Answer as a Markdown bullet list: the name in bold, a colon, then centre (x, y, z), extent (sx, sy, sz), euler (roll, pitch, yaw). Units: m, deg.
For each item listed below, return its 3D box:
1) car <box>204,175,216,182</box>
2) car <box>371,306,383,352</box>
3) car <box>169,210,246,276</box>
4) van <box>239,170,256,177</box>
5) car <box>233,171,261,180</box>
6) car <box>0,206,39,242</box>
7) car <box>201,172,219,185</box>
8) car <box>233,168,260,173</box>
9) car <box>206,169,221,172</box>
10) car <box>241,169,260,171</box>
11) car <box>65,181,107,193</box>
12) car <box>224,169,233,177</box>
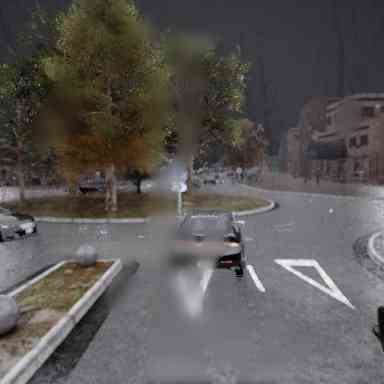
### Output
- **car**: centre (3.787, -2.899, 69.613), extent (1.994, 1.385, 4.181), euler (1, 5, 8)
- **car**: centre (3.127, 1.597, 1.947), extent (1.895, 1.301, 4.718), euler (0, 0, 0)
- **car**: centre (0.547, 1.281, 9.779), extent (2.128, 1.511, 4.902), euler (0, 3, 6)
- **van**: centre (14.958, -4.955, 89.364), extent (4.442, 1.987, 1.878), euler (1, 5, 11)
- **car**: centre (12.169, -3.315, 73.377), extent (4.892, 1.521, 2.231), euler (1, 5, 9)
- **car**: centre (-8.323, 1.119, 12.719), extent (4.902, 1.511, 2.128), euler (1, 4, 13)
- **car**: centre (3.134, -2.263, 59.667), extent (2.097, 1.767, 4.553), euler (0, 5, 0)
- **car**: centre (13.490, -4.273, 81.475), extent (5.566, 2.045, 2.435), euler (1, 5, 9)
- **car**: centre (5.121, -3.878, 78.665), extent (2.097, 1.767, 4.553), euler (1, 5, 9)
- **car**: centre (12.637, -3.676, 76.071), extent (4.553, 1.767, 2.185), euler (1, 5, 9)
- **car**: centre (-12.491, -0.580, 39.386), extent (4.902, 1.511, 2.128), euler (-3, 4, -35)
- **car**: centre (11.005, -5.164, 94.639), extent (1.837, 1.490, 4.892), euler (1, 5, 12)
